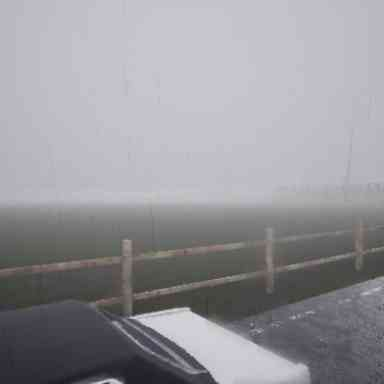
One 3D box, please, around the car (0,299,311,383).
[{"bbox_3d":[-1.436,1.601,2.047,4.718,1.301,1.895,0,0,-35],"label":"car"}]
